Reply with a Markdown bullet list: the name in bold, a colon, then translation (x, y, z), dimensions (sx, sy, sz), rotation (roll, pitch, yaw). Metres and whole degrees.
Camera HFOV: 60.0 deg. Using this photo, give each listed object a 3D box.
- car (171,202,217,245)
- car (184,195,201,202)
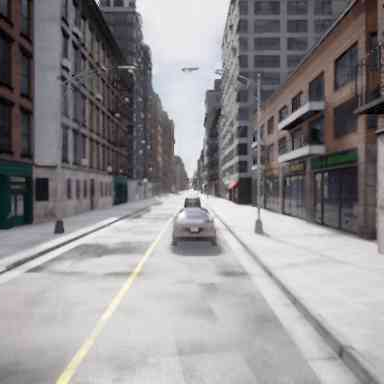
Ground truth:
- **car**: translation (0.086, 1.384, 14.576), dimensions (2.033, 1.411, 5.357), rotation (0, 1, 0)
- **car**: translation (0.063, 1.044, 39.673), dimensions (2.128, 1.511, 4.902), rotation (0, 1, 0)
